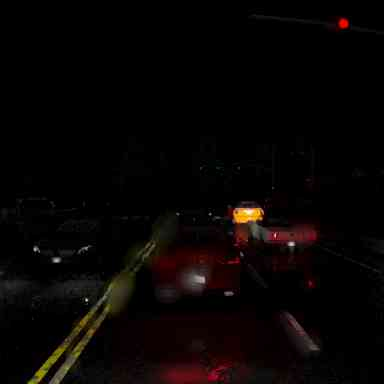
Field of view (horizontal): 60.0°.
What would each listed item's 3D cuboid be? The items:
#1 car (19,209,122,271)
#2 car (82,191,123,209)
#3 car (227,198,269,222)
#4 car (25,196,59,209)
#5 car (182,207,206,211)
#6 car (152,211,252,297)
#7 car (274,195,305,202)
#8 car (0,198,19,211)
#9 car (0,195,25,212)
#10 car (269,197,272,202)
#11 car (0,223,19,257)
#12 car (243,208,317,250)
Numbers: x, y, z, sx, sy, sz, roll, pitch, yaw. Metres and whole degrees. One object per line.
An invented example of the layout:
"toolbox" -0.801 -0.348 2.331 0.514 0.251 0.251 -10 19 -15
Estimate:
"car" -3.569 1.526 11.087 1.812 1.442 4.674 0 0 0
"car" -6.967 0.879 26.402 2.150 2.045 5.566 0 0 0
"car" 3.657 1.352 23.294 2.097 1.767 4.553 0 0 1
"car" -19.952 1.347 43.607 4.553 1.767 2.097 0 0 -2
"car" 0.125 1.548 18.864 2.033 1.411 5.357 0 0 0
"car" 0.110 1.478 8.642 1.882 1.535 5.008 0 0 0
"car" 15.838 1.478 51.871 5.008 1.535 1.882 0 0 -2
"car" -23.863 1.483 39.990 4.902 1.511 2.128 0 0 -2
"car" -21.995 1.218 36.541 5.566 2.045 2.150 0 0 -2
"car" 14.897 1.352 58.841 4.553 1.767 2.097 0 0 -2
"car" -7.080 1.564 10.304 1.994 1.385 4.181 0 0 0
"car" 3.618 1.601 14.311 1.895 1.301 4.718 0 0 0
